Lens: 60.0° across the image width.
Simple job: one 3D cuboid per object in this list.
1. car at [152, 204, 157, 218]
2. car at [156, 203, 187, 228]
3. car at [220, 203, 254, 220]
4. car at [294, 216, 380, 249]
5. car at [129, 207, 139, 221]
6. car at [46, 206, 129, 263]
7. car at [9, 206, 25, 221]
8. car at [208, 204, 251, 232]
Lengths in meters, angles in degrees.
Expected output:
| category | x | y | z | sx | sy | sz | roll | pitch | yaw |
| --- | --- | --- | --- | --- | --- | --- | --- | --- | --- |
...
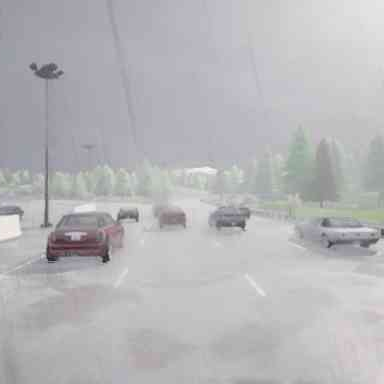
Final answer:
| category | x | y | z | sx | sy | sz | roll | pitch | yaw |
| --- | --- | --- | --- | --- | --- | --- | --- | --- | --- |
| car | -3.331 | 1.988 | 36.859 | 1.837 | 1.490 | 4.892 | 0 | 0 | -10 |
| car | -1.514 | 1.800 | 24.862 | 1.882 | 1.535 | 5.008 | 0 | -1 | -7 |
| car | 4.377 | 1.896 | 33.280 | 2.128 | 1.511 | 4.902 | 0 | -1 | -9 |
| car | 6.456 | 1.773 | 15.536 | 1.895 | 1.301 | 4.718 | 0 | -1 | -4 |
| car | -5.976 | 2.027 | 31.631 | 1.895 | 1.301 | 4.718 | 0 | -1 | -9 |
| car | -3.913 | 1.534 | 12.984 | 2.097 | 1.767 | 4.553 | 0 | -1 | -3 |
| car | -16.295 | 1.946 | 29.269 | 1.837 | 1.490 | 4.892 | 0 | -1 | -8 |
| car | 2.276 | 1.768 | 22.504 | 2.128 | 1.511 | 4.902 | 0 | -1 | -6 |
